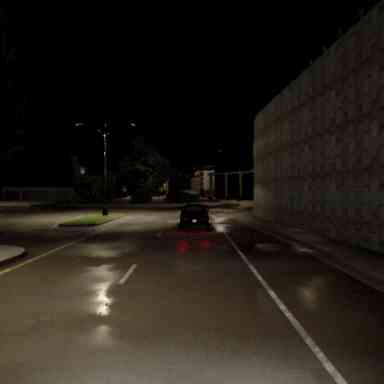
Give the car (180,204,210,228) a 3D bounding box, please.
[{"bbox_3d":[0.167,1.507,21.864,1.812,1.442,4.674,0,0,1],"label":"car"}]
